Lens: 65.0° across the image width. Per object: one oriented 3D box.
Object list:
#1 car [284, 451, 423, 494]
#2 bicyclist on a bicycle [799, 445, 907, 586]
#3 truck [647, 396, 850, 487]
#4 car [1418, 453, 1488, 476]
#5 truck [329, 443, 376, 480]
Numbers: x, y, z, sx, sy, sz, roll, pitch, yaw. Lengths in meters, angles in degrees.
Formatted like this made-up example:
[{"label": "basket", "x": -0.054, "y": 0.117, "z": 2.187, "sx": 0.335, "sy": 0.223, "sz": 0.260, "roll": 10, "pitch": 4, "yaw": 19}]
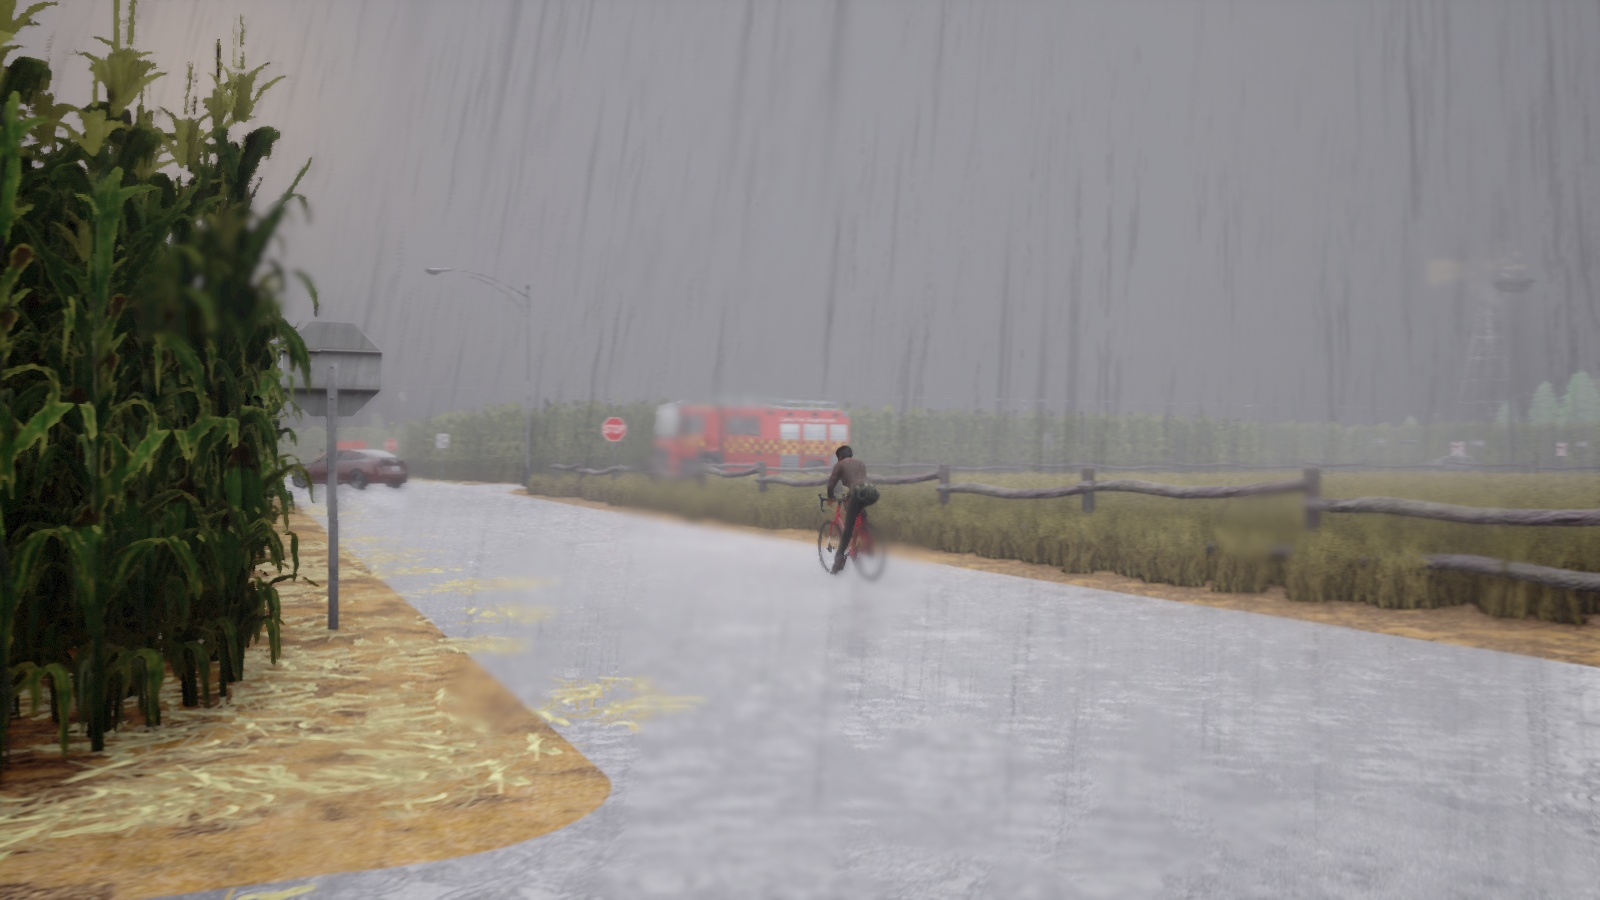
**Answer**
[{"label": "car", "x": -16.722, "y": 0.800, "z": 46.999, "sx": 4.792, "sy": 1.488, "sz": 2.163, "roll": 1, "pitch": 0, "yaw": 27}, {"label": "bicyclist on a bicycle", "x": 0.623, "y": 0.767, "z": 15.385, "sx": 0.582, "sy": 1.620, "sz": 1.656, "roll": 0, "pitch": -1, "yaw": -26}, {"label": "truck", "x": -2.240, "y": -0.324, "z": 55.586, "sx": 8.468, "sy": 3.827, "sz": 2.891, "roll": 1, "pitch": -1, "yaw": -24}, {"label": "car", "x": 43.323, "y": 0.946, "z": 83.349, "sx": 3.806, "sy": 1.475, "sz": 1.970, "roll": 0, "pitch": 0, "yaw": 17}, {"label": "truck", "x": -31.175, "y": 0.769, "z": 87.376, "sx": 2.627, "sy": 2.467, "sz": 5.204, "roll": -1, "pitch": 1, "yaw": -24}]
